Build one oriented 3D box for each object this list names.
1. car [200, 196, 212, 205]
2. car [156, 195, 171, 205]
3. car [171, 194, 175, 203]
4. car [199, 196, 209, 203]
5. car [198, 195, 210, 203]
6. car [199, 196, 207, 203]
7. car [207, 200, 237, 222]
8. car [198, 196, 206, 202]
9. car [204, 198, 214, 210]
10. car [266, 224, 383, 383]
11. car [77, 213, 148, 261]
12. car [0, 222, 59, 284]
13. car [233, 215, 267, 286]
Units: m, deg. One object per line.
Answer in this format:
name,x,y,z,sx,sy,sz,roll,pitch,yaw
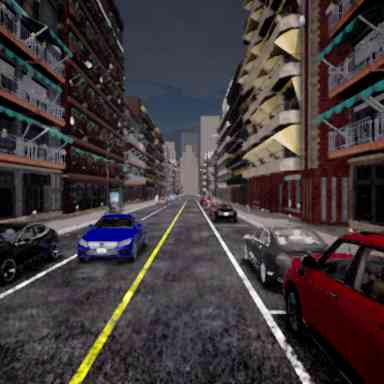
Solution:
car,2.482,1.629,43.250,2.008,1.369,4.403,-1,0,0
car,-5.383,1.554,60.469,1.967,1.590,4.097,-1,0,0
car,-5.394,1.580,71.772,1.967,1.590,4.097,-1,0,0
car,2.491,1.579,71.571,1.967,1.590,4.097,-1,0,0
car,2.485,1.428,60.243,2.192,1.841,5.009,-1,0,0
car,2.483,1.734,77.235,1.802,1.307,4.206,-1,0,0
car,2.499,1.611,26.256,1.947,1.339,4.313,-1,0,0
car,2.477,1.710,82.899,1.887,1.381,4.507,-1,0,0
car,2.493,1.601,31.921,1.887,1.381,4.507,-1,0,0
car,2.517,1.321,3.599,2.192,1.841,5.009,-1,0,0
car,-2.761,1.547,12.488,1.812,1.442,4.674,0,0,0
car,-5.333,1.582,9.608,1.947,1.339,4.313,-1,0,0
car,2.515,1.566,9.263,2.008,1.369,4.403,-1,0,0
